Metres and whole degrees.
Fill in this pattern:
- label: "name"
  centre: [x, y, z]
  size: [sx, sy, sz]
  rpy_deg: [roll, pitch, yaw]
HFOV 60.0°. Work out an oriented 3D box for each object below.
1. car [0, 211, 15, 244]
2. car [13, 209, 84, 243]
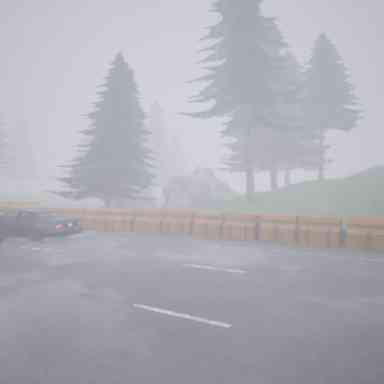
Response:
- label: "car"
  centre: [-9.794, 1.561, 12.840]
  size: [5.357, 1.411, 2.033]
  rpy_deg: [0, 0, 21]
- label: "car"
  centre: [-7.764, 1.523, 15.788]
  size: [5.357, 1.411, 2.033]
  rpy_deg: [0, 0, 22]
